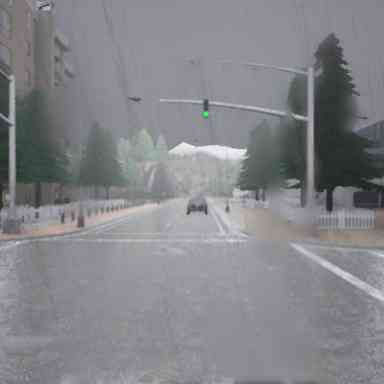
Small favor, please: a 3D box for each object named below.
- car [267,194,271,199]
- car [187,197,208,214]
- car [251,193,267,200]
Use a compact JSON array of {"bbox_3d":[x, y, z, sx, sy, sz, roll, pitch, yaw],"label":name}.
[{"bbox_3d":[19.127,1.334,86.000,1.970,1.475,3.806,0,0,2],"label":"car"},{"bbox_3d":[0.602,1.353,35.241,2.097,1.767,4.553,0,0,2],"label":"car"},{"bbox_3d":[15.841,1.331,78.710,1.845,1.501,3.633,0,0,2],"label":"car"}]
